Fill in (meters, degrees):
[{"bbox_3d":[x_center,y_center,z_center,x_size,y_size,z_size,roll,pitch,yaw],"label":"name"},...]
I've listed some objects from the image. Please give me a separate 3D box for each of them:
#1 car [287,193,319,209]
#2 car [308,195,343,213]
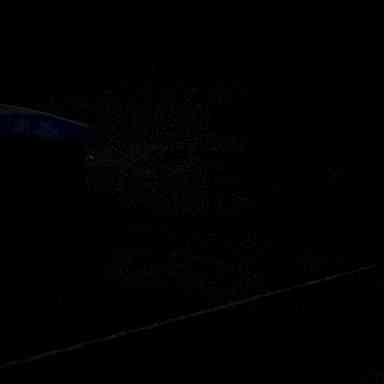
[{"bbox_3d":[14.071,1.104,42.044,3.866,1.878,1.905,0,0,-36],"label":"car"},{"bbox_3d":[13.869,1.296,34.915,4.611,1.667,2.242,0,0,-36],"label":"car"}]
